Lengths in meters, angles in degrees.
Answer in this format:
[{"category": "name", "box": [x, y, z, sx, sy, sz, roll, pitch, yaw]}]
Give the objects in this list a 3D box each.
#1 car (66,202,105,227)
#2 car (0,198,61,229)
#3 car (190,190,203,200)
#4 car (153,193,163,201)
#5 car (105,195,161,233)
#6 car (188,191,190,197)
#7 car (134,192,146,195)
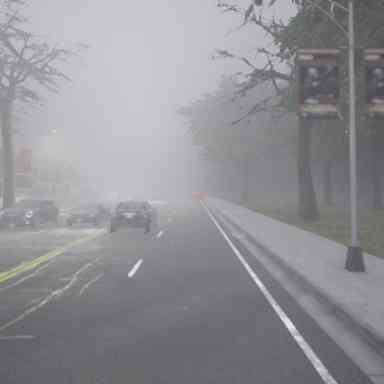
[{"category": "car", "box": [-6.605, 1.371, 21.753, 1.812, 1.442, 4.674, 0, 1, 0]}, {"category": "car", "box": [-9.854, 1.210, 20.421, 2.097, 1.767, 4.553, 0, 1, 0]}, {"category": "car", "box": [1.115, 0.605, 69.556, 2.150, 2.045, 5.566, 0, 0, 0]}, {"category": "car", "box": [-6.545, 0.926, 63.151, 2.128, 1.511, 4.902, 0, 1, 1]}, {"category": "car", "box": [-3.155, 1.224, 18.840, 2.097, 1.767, 4.553, 0, 1, 0]}, {"category": "car", "box": [-0.028, 0.409, 88.647, 2.097, 1.767, 4.553, 0, 0, 0]}, {"category": "car", "box": [-9.793, 0.794, 62.360, 2.097, 1.767, 4.553, 0, 0, 0]}]
